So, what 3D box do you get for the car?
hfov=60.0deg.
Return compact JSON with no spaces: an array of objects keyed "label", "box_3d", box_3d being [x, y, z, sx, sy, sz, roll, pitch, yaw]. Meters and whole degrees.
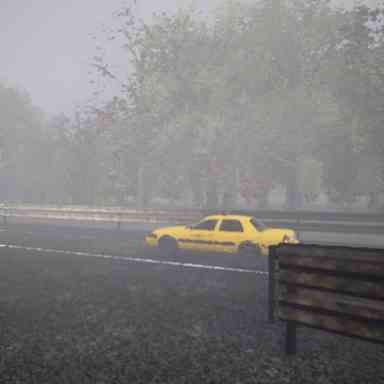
[{"label":"car","box_3d":[0.946,1.477,11.852,5.366,1.575,1.801,0,0,24]}]
